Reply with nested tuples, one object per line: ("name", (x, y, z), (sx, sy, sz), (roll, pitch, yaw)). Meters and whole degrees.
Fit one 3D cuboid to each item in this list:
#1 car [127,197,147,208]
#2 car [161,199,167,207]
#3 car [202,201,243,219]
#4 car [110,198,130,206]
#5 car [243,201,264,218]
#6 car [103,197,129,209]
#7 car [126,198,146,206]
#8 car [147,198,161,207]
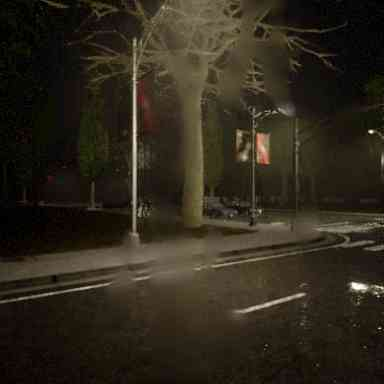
("car", (-9.361, 1.607, 51.691), (2.097, 1.767, 4.553), (0, 0, -36))
("car", (-6.157, 1.836, 58.488), (1.812, 1.442, 4.674), (0, -1, -35))
("car", (1.830, 1.649, 30.660), (2.033, 1.411, 5.357), (0, 0, -36))
("car", (-13.657, 1.850, 63.243), (1.882, 1.535, 5.008), (0, -1, -36))
("car", (4.743, 1.603, 32.177), (2.128, 1.511, 4.902), (0, 0, -36))
("car", (-11.550, 1.803, 49.163), (1.994, 1.385, 4.181), (0, -1, -36))
("car", (-11.026, 1.862, 65.151), (1.882, 1.535, 5.008), (0, -1, -36))
("car", (-7.521, 1.759, 54.876), (1.882, 1.535, 5.008), (0, -1, -36))
